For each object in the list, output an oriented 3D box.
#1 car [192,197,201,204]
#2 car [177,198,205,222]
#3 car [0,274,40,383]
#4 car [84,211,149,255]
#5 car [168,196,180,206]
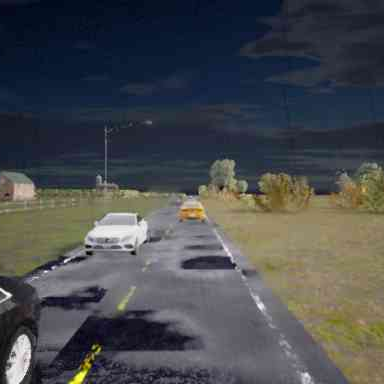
[{"bbox_3d":[0.870,1.783,71.669,1.812,1.442,4.674,0,0,0],"label":"car"},{"bbox_3d":[0.039,1.524,26.855,1.882,1.535,5.008,0,0,0],"label":"car"},{"bbox_3d":[-2.851,1.512,2.385,1.837,1.490,4.892,0,0,0],"label":"car"},{"bbox_3d":[-2.859,1.549,13.511,1.812,1.442,4.674,0,0,0],"label":"car"},{"bbox_3d":[-2.879,1.518,56.848,2.097,1.767,4.553,0,0,0],"label":"car"}]
